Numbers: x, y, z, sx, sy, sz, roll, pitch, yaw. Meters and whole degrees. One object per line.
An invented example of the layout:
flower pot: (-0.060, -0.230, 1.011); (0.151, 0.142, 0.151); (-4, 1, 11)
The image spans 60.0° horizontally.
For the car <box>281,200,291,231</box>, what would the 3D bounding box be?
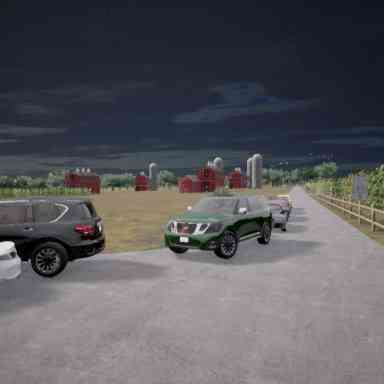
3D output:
car: (4.402, 1.379, 19.005); (1.994, 1.385, 4.181); (0, 0, 17)

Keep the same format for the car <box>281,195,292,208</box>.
car: (6.248, 1.233, 24.740); (1.882, 1.535, 5.008); (0, 0, 18)

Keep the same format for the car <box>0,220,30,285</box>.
car: (-6.037, 1.611, 6.621); (4.674, 1.442, 1.812); (-2, 2, -36)

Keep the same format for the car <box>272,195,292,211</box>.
car: (9.977, 1.107, 36.491); (1.882, 1.535, 5.008); (0, 1, 18)

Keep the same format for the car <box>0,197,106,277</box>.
car: (-5.372, 1.226, 9.601); (5.566, 2.045, 2.150); (-1, 1, -4)

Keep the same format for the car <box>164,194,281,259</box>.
car: (1.289, 1.107, 12.678); (2.150, 2.045, 5.566); (0, 0, 34)
